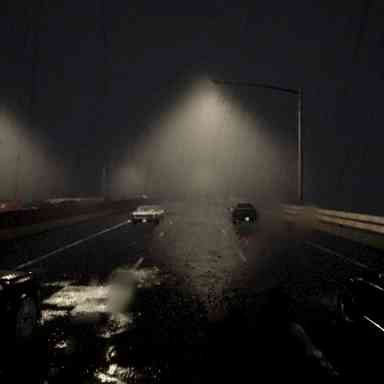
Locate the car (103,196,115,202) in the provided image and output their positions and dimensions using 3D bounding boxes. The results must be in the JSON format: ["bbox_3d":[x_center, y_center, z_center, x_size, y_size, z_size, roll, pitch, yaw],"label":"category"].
[{"bbox_3d":[-19.258,1.757,77.657,1.812,1.442,4.674,0,0,3],"label":"car"}]

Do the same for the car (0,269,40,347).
[{"bbox_3d":[-3.388,1.501,3.518,2.128,1.511,4.902,0,0,0],"label":"car"}]

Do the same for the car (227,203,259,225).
[{"bbox_3d":[3.795,1.588,25.034,1.837,1.490,4.892,0,0,1],"label":"car"}]

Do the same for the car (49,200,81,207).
[{"bbox_3d":[-13.683,1.634,37.019,1.837,1.490,4.892,0,0,1],"label":"car"}]

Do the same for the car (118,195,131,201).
[{"bbox_3d":[-15.760,1.591,77.529,2.097,1.767,4.553,0,0,3],"label":"car"}]

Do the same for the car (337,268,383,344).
[{"bbox_3d":[3.615,1.577,4.367,1.994,1.385,4.181,0,0,0],"label":"car"}]

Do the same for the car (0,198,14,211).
[{"bbox_3d":[-20.679,1.479,37.119,2.097,1.767,4.553,0,0,1],"label":"car"}]

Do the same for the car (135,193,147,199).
[{"bbox_3d":[-12.166,1.314,79.524,2.150,2.045,5.566,0,0,3],"label":"car"}]

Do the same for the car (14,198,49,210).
[{"bbox_3d":[-17.187,1.604,36.856,1.882,1.535,5.008,0,0,1],"label":"car"}]

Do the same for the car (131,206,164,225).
[{"bbox_3d":[-3.209,1.681,24.930,1.895,1.301,4.718,0,0,1],"label":"car"}]
